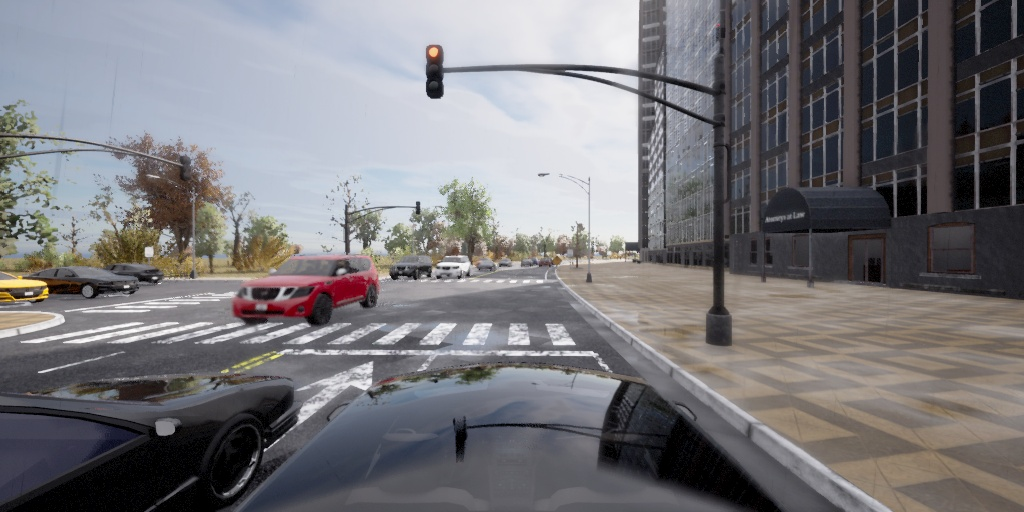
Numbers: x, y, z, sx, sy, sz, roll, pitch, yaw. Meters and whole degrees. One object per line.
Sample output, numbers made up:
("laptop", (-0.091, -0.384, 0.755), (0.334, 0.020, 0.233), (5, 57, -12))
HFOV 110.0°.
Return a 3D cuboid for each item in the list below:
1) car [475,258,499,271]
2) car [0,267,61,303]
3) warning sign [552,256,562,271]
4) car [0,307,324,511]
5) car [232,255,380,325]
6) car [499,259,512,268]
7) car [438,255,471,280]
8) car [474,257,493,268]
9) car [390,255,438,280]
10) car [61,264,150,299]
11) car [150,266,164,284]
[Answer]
("car", (-3.365, 1.275, 48.595), (1.812, 1.442, 4.674), (0, 0, 8))
("car", (-22.477, 1.288, 14.941), (5.008, 1.535, 1.882), (0, 0, 3))
("warning sign", (5.511, 0.868, 43.966), (1.300, 1.860, 1.060), (0, 0, 7))
("car", (-3.127, 1.298, 1.264), (2.033, 1.411, 5.357), (0, 0, 1))
("car", (-6.384, 0.969, 12.039), (2.150, 2.045, 5.566), (0, 0, 2))
("car", (-1.167, 1.257, 62.987), (1.837, 1.490, 4.892), (0, 0, 10))
("car", (-5.169, 0.968, 32.212), (2.150, 2.045, 5.566), (0, 0, 5))
("car", (-4.784, 1.103, 61.121), (2.097, 1.767, 4.553), (0, 0, 10))
("car", (-8.542, 0.967, 31.063), (2.150, 2.045, 5.566), (0, 0, 5))
("car", (-21.836, 1.275, 18.162), (5.008, 1.535, 1.882), (0, 0, 4))
("car", (-27.258, 1.291, 25.076), (4.892, 1.490, 1.837), (0, 0, 3))
